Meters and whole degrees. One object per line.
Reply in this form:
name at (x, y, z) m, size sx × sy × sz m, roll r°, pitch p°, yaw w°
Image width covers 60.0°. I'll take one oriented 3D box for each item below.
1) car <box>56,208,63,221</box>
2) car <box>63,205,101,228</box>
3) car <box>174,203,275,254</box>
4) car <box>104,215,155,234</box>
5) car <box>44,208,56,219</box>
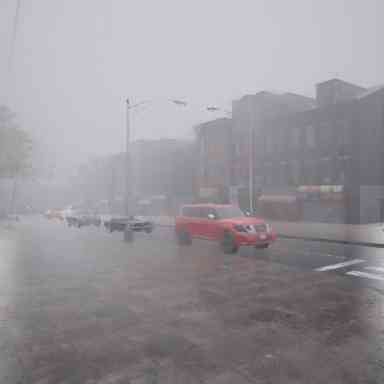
car at (-16.558, 2.895, 45.737) m, size 2.150 × 2.045 × 5.566 m, roll 0°, pitch -2°, yaw -36°
car at (-10.490, 2.441, 32.167) m, size 2.097 × 1.767 × 4.553 m, roll 0°, pitch -2°, yaw -35°
car at (1.276, 1.560, 15.672) m, size 2.150 × 2.045 × 5.566 m, roll 0°, pitch -2°, yaw -35°
car at (-4.556, 2.291, 23.841) m, size 1.895 × 1.301 × 4.718 m, roll 0°, pitch -2°, yaw -36°
car at (-22.686, 3.481, 54.325) m, size 2.097 × 1.767 × 4.553 m, roll 0°, pitch -2°, yaw -36°
